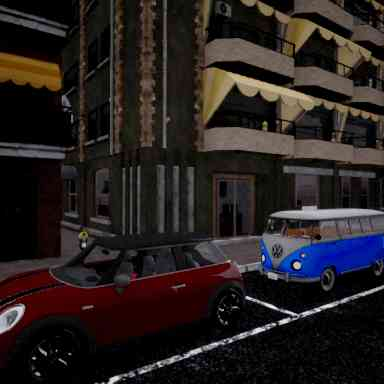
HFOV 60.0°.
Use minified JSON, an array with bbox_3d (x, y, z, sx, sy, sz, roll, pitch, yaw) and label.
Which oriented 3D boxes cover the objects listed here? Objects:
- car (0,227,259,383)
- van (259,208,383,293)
[{"bbox_3d":[-1.134,1.440,5.283,4.097,1.590,1.967,0,0,-35],"label":"car"},{"bbox_3d":[3.500,1.343,8.584,3.998,1.788,1.690,0,0,-35],"label":"van"}]
